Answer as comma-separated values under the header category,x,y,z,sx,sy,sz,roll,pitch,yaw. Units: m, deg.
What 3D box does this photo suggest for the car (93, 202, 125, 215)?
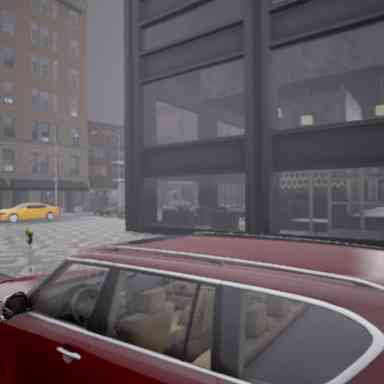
category,x,y,z,sx,sy,sz,roll,pitch,yaw
car,-7.967,1.809,35.920,2.033,1.411,5.357,-1,-1,35

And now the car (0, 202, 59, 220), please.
category,x,y,z,sx,sy,sz,roll,pitch,yaw
car,-13.733,1.656,27.933,1.882,1.535,5.008,-1,-1,36

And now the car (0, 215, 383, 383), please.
category,x,y,z,sx,sy,sz,roll,pitch,yaw
car,-0.223,1.316,3.018,5.009,1.841,2.192,0,-1,35
